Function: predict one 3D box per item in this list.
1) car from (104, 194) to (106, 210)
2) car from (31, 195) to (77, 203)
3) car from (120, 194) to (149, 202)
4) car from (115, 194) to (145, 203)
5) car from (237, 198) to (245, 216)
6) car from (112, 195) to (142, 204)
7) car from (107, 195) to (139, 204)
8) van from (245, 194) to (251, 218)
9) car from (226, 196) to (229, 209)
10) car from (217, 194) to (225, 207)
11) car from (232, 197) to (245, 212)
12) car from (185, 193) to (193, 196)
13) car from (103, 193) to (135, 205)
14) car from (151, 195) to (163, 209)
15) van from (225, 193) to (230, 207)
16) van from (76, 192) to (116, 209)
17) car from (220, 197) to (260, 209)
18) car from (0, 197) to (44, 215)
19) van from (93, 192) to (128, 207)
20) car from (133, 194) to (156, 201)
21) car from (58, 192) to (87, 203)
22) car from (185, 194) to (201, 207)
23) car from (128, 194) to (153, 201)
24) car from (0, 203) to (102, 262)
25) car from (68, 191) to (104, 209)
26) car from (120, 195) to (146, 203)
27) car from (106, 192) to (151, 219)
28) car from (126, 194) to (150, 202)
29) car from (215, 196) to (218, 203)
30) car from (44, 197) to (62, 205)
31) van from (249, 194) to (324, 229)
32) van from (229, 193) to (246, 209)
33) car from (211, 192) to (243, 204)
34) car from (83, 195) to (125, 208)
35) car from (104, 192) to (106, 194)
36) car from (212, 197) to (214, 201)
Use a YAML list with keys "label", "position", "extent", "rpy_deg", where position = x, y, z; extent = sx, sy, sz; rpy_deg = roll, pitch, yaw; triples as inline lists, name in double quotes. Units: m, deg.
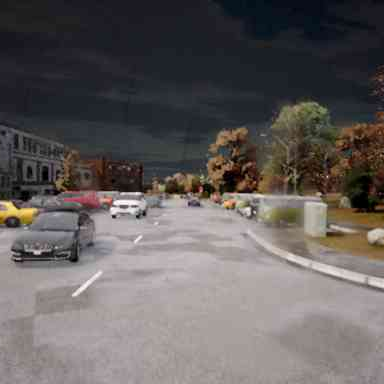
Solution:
- label: "car"
  position: [-11.302, 1.229, 33.602]
  extent: [4.674, 1.452, 2.002]
  rpy_deg: [0, 0, -20]
- label: "car"
  position: [-11.326, 1.217, 24.799]
  extent: [4.892, 1.521, 2.231]
  rpy_deg: [0, 1, -20]
- label: "car"
  position: [-11.347, 1.178, 65.802]
  extent: [5.366, 1.575, 1.946]
  rpy_deg: [0, 0, -20]
- label: "car"
  position: [-11.208, 1.179, 60.006]
  extent: [4.892, 1.521, 2.231]
  rpy_deg: [0, 0, -20]
- label: "car"
  position: [6.493, 1.527, 27.561]
  extent: [4.674, 1.452, 2.002]
  rpy_deg: [2, 0, -20]
- label: "car"
  position: [-11.182, 1.205, 57.080]
  extent: [4.792, 1.488, 2.163]
  rpy_deg: [0, 0, -20]
- label: "car"
  position: [-11.226, 1.175, 54.133]
  extent: [4.892, 1.521, 2.231]
  rpy_deg: [0, 0, -20]
- label: "van"
  position: [6.591, 1.276, 24.664]
  extent: [4.442, 1.987, 1.878]
  rpy_deg: [2, 0, -20]
- label: "car"
  position: [6.518, 1.504, 36.401]
  extent: [4.674, 1.452, 2.002]
  rpy_deg: [2, 0, -20]
- label: "car"
  position: [6.372, 1.448, 42.221]
  extent: [5.366, 1.575, 1.946]
  rpy_deg: [2, 0, -20]
- label: "car"
  position: [6.501, 1.519, 30.507]
  extent: [4.674, 1.452, 2.002]
  rpy_deg: [2, 0, -20]
- label: "car"
  position: [0.218, 1.364, 60.176]
  extent: [2.128, 1.511, 4.902]
  rpy_deg: [1, 0, 0]
- label: "car"
  position: [-11.262, 1.047, 51.193]
  extent: [4.553, 1.767, 2.185]
  rpy_deg: [0, 0, -20]
- label: "car"
  position: [-4.934, 1.288, 42.733]
  extent: [1.837, 1.490, 4.892]
  rpy_deg: [1, 2, 0]
- label: "van"
  position: [6.650, 1.238, 39.383]
  extent: [4.442, 1.987, 1.878]
  rpy_deg: [2, 0, -20]
- label: "van"
  position: [-11.384, 0.953, 39.422]
  extent: [4.442, 1.987, 1.878]
  rpy_deg: [0, 0, -20]
- label: "car"
  position: [6.550, 1.454, 45.230]
  extent: [4.892, 1.521, 2.231]
  rpy_deg: [2, 0, -20]
- label: "car"
  position: [-11.531, 1.236, 18.868]
  extent: [5.366, 1.575, 1.946]
  rpy_deg: [0, 1, -20]
- label: "van"
  position: [-11.146, 0.947, 45.376]
  extent: [4.442, 1.987, 1.878]
  rpy_deg: [0, 0, -20]
- label: "car"
  position: [-11.127, 1.191, 77.601]
  extent: [4.892, 1.521, 2.231]
  rpy_deg: [0, 0, -20]
- label: "car"
  position: [-11.355, 1.079, 27.729]
  extent: [4.553, 1.767, 2.185]
  rpy_deg: [0, 0, -20]
- label: "car"
  position: [0.277, 1.394, 49.903]
  extent: [1.812, 1.442, 4.674]
  rpy_deg: [1, 0, 0]
- label: "car"
  position: [-11.160, 1.187, 71.738]
  extent: [4.892, 1.521, 2.231]
  rpy_deg: [0, 0, -20]
- label: "car"
  position: [-4.598, 1.395, 11.687]
  extent: [1.837, 1.490, 4.892]
  rpy_deg: [1, 1, -7]
- label: "car"
  position: [-11.336, 0.945, 30.652]
  extent: [5.566, 2.045, 2.435]
  rpy_deg: [0, 0, -20]
- label: "car"
  position: [-11.189, 1.220, 62.936]
  extent: [4.674, 1.452, 2.002]
  rpy_deg: [0, 0, -20]
- label: "car"
  position: [-5.006, 1.045, 27.149]
  extent: [2.150, 2.045, 5.566]
  rpy_deg: [1, 0, 0]
- label: "car"
  position: [-11.167, 1.224, 68.804]
  extent: [4.674, 1.452, 2.002]
  rpy_deg: [0, 0, -20]
- label: "car"
  position: [6.607, 1.484, 51.129]
  extent: [4.792, 1.488, 2.163]
  rpy_deg: [2, 0, -20]
- label: "car"
  position: [-11.313, 1.257, 21.872]
  extent: [4.792, 1.488, 2.163]
  rpy_deg: [0, 0, -20]
- label: "van"
  position: [6.363, 1.281, 21.632]
  extent: [4.442, 1.987, 1.878]
  rpy_deg: [2, 1, -20]
- label: "van"
  position: [6.411, 1.243, 33.408]
  extent: [4.442, 1.987, 1.878]
  rpy_deg: [2, 0, -20]
- label: "car"
  position: [6.607, 1.209, 62.882]
  extent: [5.566, 2.045, 2.435]
  rpy_deg: [2, 0, -20]
- label: "car"
  position: [-11.259, 1.175, 42.399]
  extent: [5.008, 1.535, 2.097]
  rpy_deg: [0, 0, -20]
- label: "car"
  position: [-11.258, 1.057, 36.539]
  extent: [4.553, 1.767, 2.185]
  rpy_deg: [0, 0, -20]
- label: "car"
  position: [6.639, 1.489, 59.965]
  extent: [4.792, 1.488, 2.163]
  rpy_deg: [2, 0, -20]
